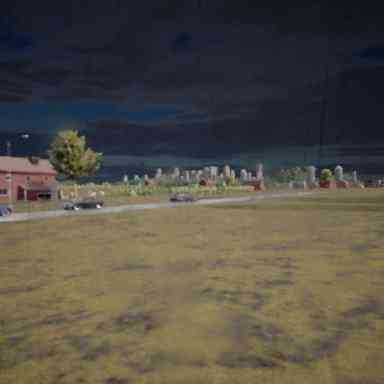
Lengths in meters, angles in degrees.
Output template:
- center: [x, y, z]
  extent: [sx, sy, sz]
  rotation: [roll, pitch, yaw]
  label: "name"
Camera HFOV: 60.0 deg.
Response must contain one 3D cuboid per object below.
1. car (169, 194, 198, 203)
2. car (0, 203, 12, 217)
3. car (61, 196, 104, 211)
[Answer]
- center: [-1.245, 0.950, 52.443]
  extent: [2.033, 1.411, 5.357]
  rotation: [1, 2, 36]
  label: "car"
- center: [-18.141, 1.556, 29.140]
  extent: [1.994, 1.385, 4.181]
  rotation: [1, 1, 34]
  label: "car"
- center: [-12.206, 1.295, 37.342]
  extent: [1.837, 1.490, 4.892]
  rotation: [1, 1, 36]
  label: "car"
